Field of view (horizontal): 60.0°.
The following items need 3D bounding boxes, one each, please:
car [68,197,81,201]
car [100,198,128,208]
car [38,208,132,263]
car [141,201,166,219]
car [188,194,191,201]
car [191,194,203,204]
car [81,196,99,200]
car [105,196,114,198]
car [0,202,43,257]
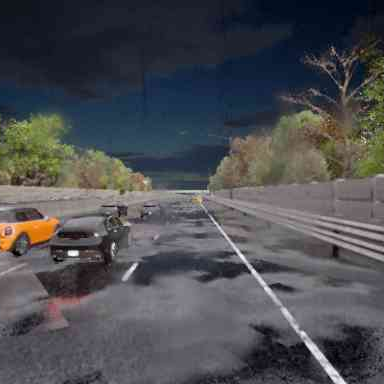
[{"bbox_3d":[-24.516,1.694,70.029,1.994,1.385,4.181,0,0,0],"label":"car"},{"bbox_3d":[-6.910,1.547,29.761,2.128,1.511,4.902,0,0,0],"label":"car"},{"bbox_3d":[-3.409,1.522,11.977,1.837,1.490,4.892,0,0,0],"label":"car"},{"bbox_3d":[-3.410,1.547,29.768,2.128,1.511,4.902,0,0,0],"label":"car"},{"bbox_3d":[-0.021,1.819,88.474,1.895,1.301,4.718,0,0,0],"label":"car"},{"bbox_3d":[1.209,1.641,69.675,1.882,1.535,5.008,0,0,0],"label":"car"},{"bbox_3d":[-21.016,1.667,70.029,2.128,1.511,4.902,0,0,0],"label":"car"},{"bbox_3d":[-17.516,1.642,70.030,1.837,1.490,4.892,0,0,0],"label":"car"},{"bbox_3d":[-6.907,1.372,13.201,2.097,1.767,4.553,0,0,0],"label":"car"}]
